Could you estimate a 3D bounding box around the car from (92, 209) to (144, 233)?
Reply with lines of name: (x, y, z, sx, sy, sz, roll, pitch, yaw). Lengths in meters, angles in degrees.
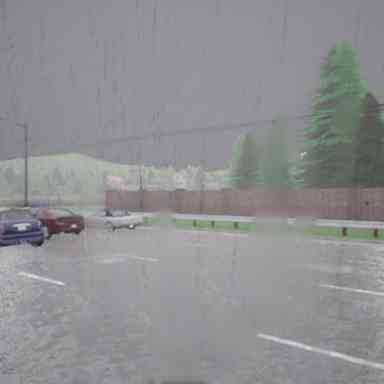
car: (-5.338, 1.717, 20.694, 4.718, 1.301, 1.895, -1, 0, 36)

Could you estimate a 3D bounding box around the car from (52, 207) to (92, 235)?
car: (-8.003, 1.599, 18.294, 5.008, 1.535, 1.882, 0, 0, 36)

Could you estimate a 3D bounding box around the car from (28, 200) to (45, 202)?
car: (-24.271, 1.875, 50.411, 4.674, 1.442, 1.812, 0, 0, -20)

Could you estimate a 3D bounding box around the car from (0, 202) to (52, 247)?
car: (-8.389, 1.459, 14.271, 4.553, 1.767, 2.097, 0, 0, 36)

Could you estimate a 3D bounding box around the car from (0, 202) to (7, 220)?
car: (-19.345, 1.730, 30.683, 4.902, 1.511, 2.128, 0, 0, 35)
